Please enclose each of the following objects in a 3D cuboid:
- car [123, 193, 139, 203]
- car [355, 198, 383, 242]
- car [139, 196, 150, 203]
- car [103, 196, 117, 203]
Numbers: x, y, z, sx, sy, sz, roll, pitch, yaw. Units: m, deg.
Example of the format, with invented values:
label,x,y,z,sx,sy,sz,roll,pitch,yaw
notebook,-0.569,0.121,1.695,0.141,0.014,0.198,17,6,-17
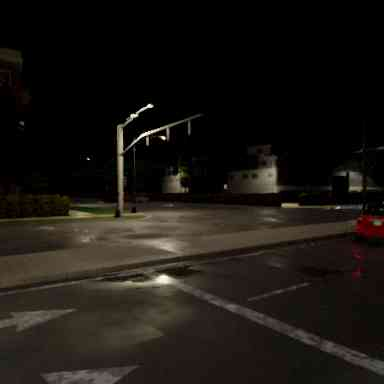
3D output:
label,x,y,z,sx,sy,sz,roll,pitch,yaw
car,-13.735,1.195,69.238,2.150,2.045,5.566,0,0,-34
car,9.462,1.327,15.200,4.553,1.767,2.097,0,0,-37
car,-10.620,1.489,70.881,1.812,1.442,4.674,0,0,-34
car,-16.481,1.537,67.069,1.994,1.385,4.181,0,0,-34
